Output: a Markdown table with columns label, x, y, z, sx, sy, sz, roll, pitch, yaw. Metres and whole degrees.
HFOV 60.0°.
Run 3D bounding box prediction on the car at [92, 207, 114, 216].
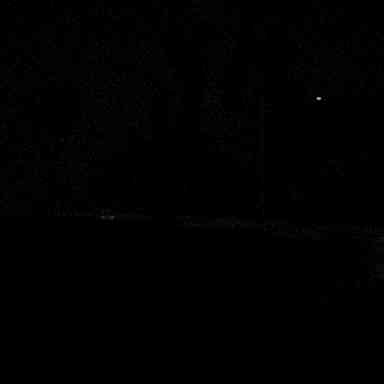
| label | x | y | z | sx | sy | sz | roll | pitch | yaw |
| --- | --- | --- | --- | --- | --- | --- | --- | --- | --- |
| car | -13.675 | 3.015 | 50.873 | 1.895 | 1.301 | 4.718 | -1 | -2 | -35 |
